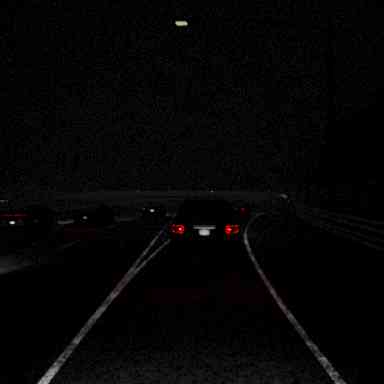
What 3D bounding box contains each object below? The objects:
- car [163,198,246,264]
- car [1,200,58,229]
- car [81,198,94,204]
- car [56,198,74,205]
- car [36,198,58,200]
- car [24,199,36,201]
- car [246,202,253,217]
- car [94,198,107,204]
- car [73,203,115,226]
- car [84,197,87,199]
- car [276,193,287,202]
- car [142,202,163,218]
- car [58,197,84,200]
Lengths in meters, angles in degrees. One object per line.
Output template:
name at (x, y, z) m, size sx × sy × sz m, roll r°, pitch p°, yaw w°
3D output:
car at (0.591, 1.226, 11.998) m, size 2.150 × 2.045 × 5.566 m, roll 0°, pitch 0°, yaw 5°
car at (-10.408, 1.525, 21.696) m, size 1.837 × 1.490 × 4.892 m, roll 0°, pitch 0°, yaw 0°
car at (-28.034, 2.426, 89.288) m, size 1.882 × 1.535 × 5.008 m, roll 0°, pitch -1°, yaw 0°
car at (-28.028, 2.128, 73.521) m, size 2.033 × 1.411 × 5.357 m, roll 0°, pitch -1°, yaw 0°
car at (-24.552, 1.810, 58.010) m, size 2.128 × 1.511 × 4.902 m, roll 0°, pitch -1°, yaw 1°
car at (-28.037, 1.861, 57.785) m, size 2.033 × 1.411 × 5.357 m, roll 0°, pitch -1°, yaw 0°
car at (4.734, 1.620, 32.386) m, size 2.033 × 1.411 × 5.357 m, roll -1°, pitch 0°, yaw 17°
car at (-24.534, 2.472, 89.207) m, size 2.128 × 1.511 × 4.902 m, roll 0°, pitch -1°, yaw 0°
car at (-6.909, 1.502, 23.957) m, size 1.882 × 1.535 × 5.008 m, roll 0°, pitch 0°, yaw 0°
car at (-24.528, 1.943, 73.471) m, size 2.097 × 1.767 × 4.553 m, roll 0°, pitch -1°, yaw 0°
car at (20.526, 1.542, 77.006) m, size 1.812 × 1.442 × 4.674 m, roll -1°, pitch 1°, yaw 17°
car at (-3.512, 1.612, 31.178) m, size 1.994 × 1.385 × 4.181 m, roll 0°, pitch 0°, yaw 0°
car at (-21.053, 1.843, 58.031) m, size 1.812 × 1.442 × 4.674 m, roll 0°, pitch -1°, yaw 1°
